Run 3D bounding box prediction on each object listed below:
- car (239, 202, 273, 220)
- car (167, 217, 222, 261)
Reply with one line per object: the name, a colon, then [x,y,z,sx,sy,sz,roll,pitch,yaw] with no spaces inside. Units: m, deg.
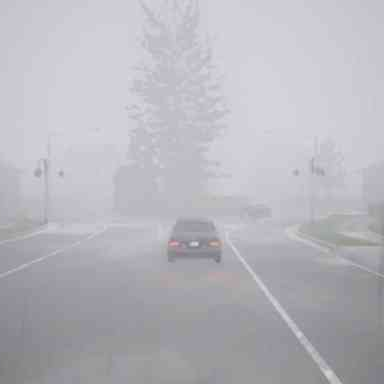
car: [6.096,1.737,31.303,1.837,1.490,4.892,0,-1,34]
car: [0.084,1.642,12.571,2.033,1.411,5.357,0,0,0]
